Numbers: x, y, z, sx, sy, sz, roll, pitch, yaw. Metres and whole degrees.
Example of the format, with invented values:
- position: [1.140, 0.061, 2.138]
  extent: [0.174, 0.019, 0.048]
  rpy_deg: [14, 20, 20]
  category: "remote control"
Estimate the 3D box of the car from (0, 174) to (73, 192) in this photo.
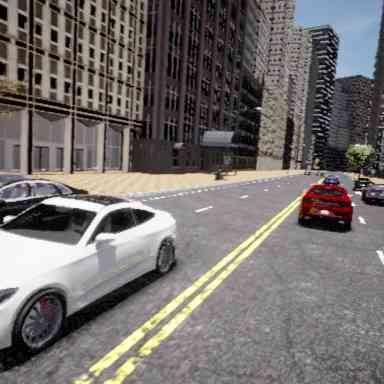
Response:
- position: [-4.340, 0.376, 7.508]
  extent: [2.128, 1.511, 4.902]
  rpy_deg: [7, 6, 23]
  category: "car"

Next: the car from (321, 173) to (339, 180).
- position: [18.314, -1.423, 43.656]
  extent: [1.994, 1.385, 4.181]
  rpy_deg: [7, 5, 23]
  category: "car"

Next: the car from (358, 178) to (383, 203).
- position: [13.442, 0.085, 24.016]
  extent: [2.033, 1.411, 5.357]
  rpy_deg: [7, 6, 23]
  category: "car"

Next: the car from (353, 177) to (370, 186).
- position: [19.297, -0.871, 37.516]
  extent: [1.837, 1.490, 4.892]
  rpy_deg: [7, 7, 26]
  category: "car"

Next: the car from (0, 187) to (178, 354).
- position: [-1.777, 0.817, 5.293]
  extent: [1.812, 1.442, 4.674]
  rpy_deg: [7, 6, 23]
  category: "car"

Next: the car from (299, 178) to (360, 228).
- position: [5.767, 0.429, 14.224]
  extent: [1.882, 1.535, 5.008]
  rpy_deg: [7, 6, 23]
  category: "car"
